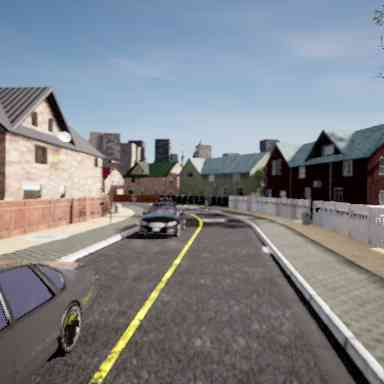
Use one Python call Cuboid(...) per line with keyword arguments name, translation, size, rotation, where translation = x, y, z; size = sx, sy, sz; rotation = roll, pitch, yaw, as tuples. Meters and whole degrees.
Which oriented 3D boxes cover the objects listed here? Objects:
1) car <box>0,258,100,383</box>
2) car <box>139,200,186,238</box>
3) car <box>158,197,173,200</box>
Cuboid(name="car", translation=(-2.639, 1.487, 3.308), size=(2.033, 1.411, 5.357), rotation=(1, 0, 5))
Cuboid(name="car", translation=(-1.390, 1.378, 17.150), size=(2.128, 1.511, 4.902), rotation=(1, 0, 4))
Cuboid(name="car", translation=(-2.893, 1.399, 37.397), size=(1.837, 1.490, 4.892), rotation=(1, -1, -18))
